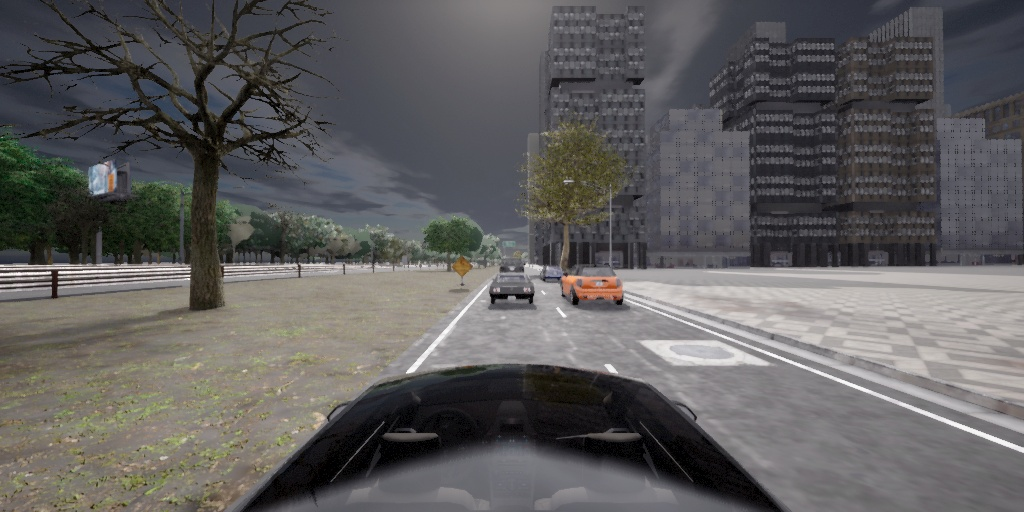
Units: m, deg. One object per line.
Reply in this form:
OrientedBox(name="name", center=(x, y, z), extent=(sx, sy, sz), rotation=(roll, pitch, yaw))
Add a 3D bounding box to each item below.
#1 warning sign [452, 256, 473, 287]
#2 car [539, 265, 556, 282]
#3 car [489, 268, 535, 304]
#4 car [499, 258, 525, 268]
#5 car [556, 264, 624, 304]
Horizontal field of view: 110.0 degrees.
OrientedBox(name="warning sign", center=(-3.049, 0.935, 21.993), extent=(1.300, 1.860, 1.060), rotation=(0, 0, 0))
OrientedBox(name="car", center=(3.500, 1.493, 31.508), extent=(2.033, 1.411, 5.357), rotation=(0, -1, 0))
OrientedBox(name="car", center=(0.000, 1.402, 16.534), extent=(1.895, 1.301, 4.718), rotation=(0, 0, 0))
OrientedBox(name="car", center=(0.000, 1.188, 31.543), extent=(2.150, 2.045, 5.566), rotation=(0, -1, 0))
OrientedBox(name="car", center=(3.500, 1.151, 16.475), extent=(2.097, 1.767, 4.553), rotation=(0, 0, 0))
